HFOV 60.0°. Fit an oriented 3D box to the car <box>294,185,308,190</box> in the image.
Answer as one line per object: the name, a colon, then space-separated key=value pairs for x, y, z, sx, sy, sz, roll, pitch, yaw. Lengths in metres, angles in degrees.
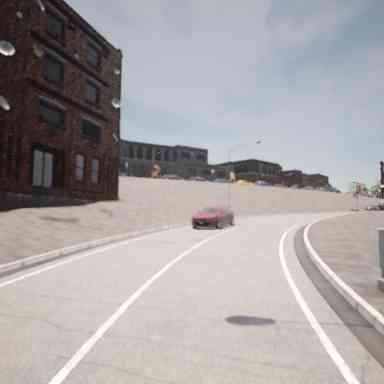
car: x=24.620 y=-0.782 z=78.762 sx=4.674 sy=1.452 sz=2.002 roll=4 pitch=-5 yaw=-35

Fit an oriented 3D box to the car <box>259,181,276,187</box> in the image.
car: x=15.399 y=-1.506 z=72.361 sx=4.553 sy=1.767 sz=2.185 roll=3 pitch=-5 yaw=-33

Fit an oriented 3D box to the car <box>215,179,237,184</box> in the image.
car: x=6.051 y=-1.863 z=66.436 sx=4.674 sy=1.452 sz=2.002 roll=3 pitch=-5 yaw=-31

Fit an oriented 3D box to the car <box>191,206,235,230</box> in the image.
car: x=1.566 y=1.695 z=23.182 sx=1.882 sy=1.535 sz=5.008 roll=-2 pitch=-2 yaw=23

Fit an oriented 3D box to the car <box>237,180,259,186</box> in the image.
car: x=10.767 y=-1.645 z=69.352 sx=5.008 sy=1.535 sz=2.097 roll=3 pitch=-5 yaw=-32

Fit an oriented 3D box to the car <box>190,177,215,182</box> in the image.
car: x=1.275 y=-2.147 z=63.627 sx=4.892 sy=1.521 sz=2.231 roll=3 pitch=-5 yaw=-29

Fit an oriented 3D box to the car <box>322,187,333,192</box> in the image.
car: x=33.409 y=-0.347 z=85.458 sx=4.553 sy=1.767 sz=2.185 roll=4 pitch=-6 yaw=-38

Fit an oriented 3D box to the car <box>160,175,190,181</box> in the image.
car: x=-3.530 y=-2.367 z=60.918 sx=4.892 sy=1.521 sz=2.231 roll=2 pitch=-5 yaw=-29

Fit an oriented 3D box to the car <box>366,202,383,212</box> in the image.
car: x=30.253 y=2.455 z=53.980 sx=4.902 sy=1.511 sz=2.128 roll=1 pitch=-4 yaw=-29

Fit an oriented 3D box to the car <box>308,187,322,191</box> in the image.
car: x=28.967 y=-0.539 z=81.993 sx=4.892 sy=1.521 sz=2.231 roll=4 pitch=-5 yaw=-37

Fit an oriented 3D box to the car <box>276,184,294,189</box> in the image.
car: x=20.125 y=-1.070 z=75.571 sx=4.792 sy=1.488 sz=2.163 roll=3 pitch=-5 yaw=-34

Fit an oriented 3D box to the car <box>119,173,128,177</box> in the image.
car: x=-13.061 y=-2.902 z=55.570 sx=4.553 sy=1.767 sz=2.185 roll=2 pitch=-5 yaw=-29
